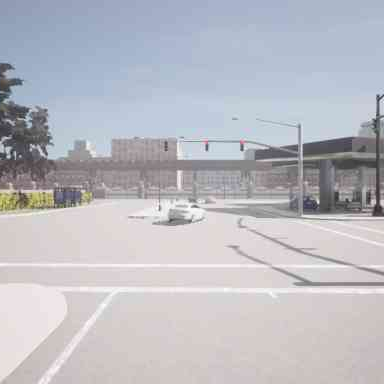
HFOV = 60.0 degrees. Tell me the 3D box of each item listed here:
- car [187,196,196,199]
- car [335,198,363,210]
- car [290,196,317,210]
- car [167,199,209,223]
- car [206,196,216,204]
[{"bbox_3d":[0.063,1.547,64.417,2.033,1.411,5.357,0,0,0],"label":"car"},{"bbox_3d":[18.995,1.456,40.486,1.970,1.475,3.806,0,0,0],"label":"car"},{"bbox_3d":[13.249,1.295,39.729,2.242,1.667,4.611,0,0,0],"label":"car"},{"bbox_3d":[-0.400,1.526,25.378,1.812,1.442,4.674,1,0,19],"label":"car"},{"bbox_3d":[3.563,1.525,64.414,1.812,1.442,4.674,0,0,0],"label":"car"}]
